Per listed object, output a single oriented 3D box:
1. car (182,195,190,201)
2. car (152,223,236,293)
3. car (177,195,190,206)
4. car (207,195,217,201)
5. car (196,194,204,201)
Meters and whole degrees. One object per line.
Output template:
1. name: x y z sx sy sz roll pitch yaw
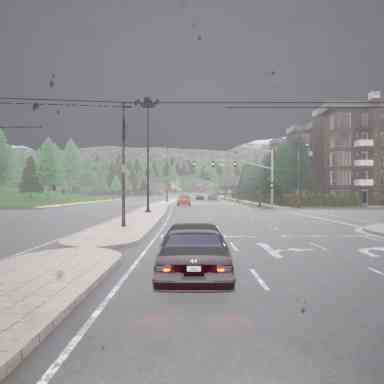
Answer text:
1. car: -1.490 1.523 85.570 1.812 1.442 4.674 0 0 0
2. car: 0.045 1.547 9.000 2.033 1.411 5.357 0 0 0
3. car: -1.338 1.352 54.745 2.097 1.767 4.553 0 0 -1
4. car: 5.510 1.539 85.614 2.033 1.411 5.357 0 0 0
5. car: 2.010 1.477 85.608 1.882 1.535 5.008 0 0 0
